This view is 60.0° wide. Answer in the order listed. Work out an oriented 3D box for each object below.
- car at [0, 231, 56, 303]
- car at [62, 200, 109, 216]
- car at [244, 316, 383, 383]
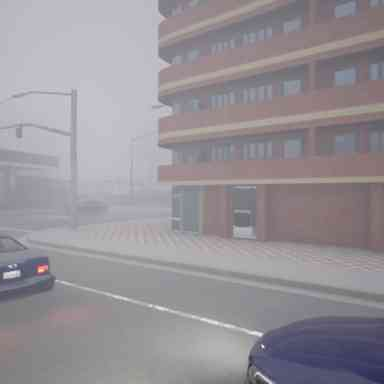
[{"bbox_3d":[-5.246,1.556,7.635,5.357,1.411,2.033,0,0,38],"label":"car"},{"bbox_3d":[-10.598,1.551,33.410,1.837,1.490,4.892,0,0,34],"label":"car"},{"bbox_3d":[2.604,1.535,2.136,4.674,1.442,1.812,0,0,35],"label":"car"}]
